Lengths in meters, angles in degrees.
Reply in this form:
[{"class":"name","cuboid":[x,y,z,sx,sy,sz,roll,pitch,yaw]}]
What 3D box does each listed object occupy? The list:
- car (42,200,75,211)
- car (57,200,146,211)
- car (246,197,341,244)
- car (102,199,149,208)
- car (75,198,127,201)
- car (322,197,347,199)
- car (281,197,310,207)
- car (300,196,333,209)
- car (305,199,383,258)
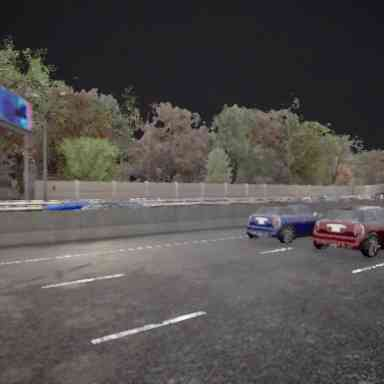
[{"class":"car","cuboid":[-11.054,1.451,30.501,5.008,1.535,1.882,0,0,-35]},{"class":"car","cuboid":[-5.725,1.482,21.405,4.892,1.490,1.837,0,0,-36]},{"class":"car","cuboid":[4.753,1.317,15.739,4.553,1.767,2.097,0,0,-36]},{"class":"car","cuboid":[-5.445,1.495,25.905,4.674,1.442,1.812,0,0,-35]},{"class":"car","cuboid":[-7.297,1.321,28.881,4.553,1.767,2.097,0,0,-35]},{"class":"car","cuboid":[18.727,1.429,43.112,4.892,1.490,1.837,-1,1,-35]},{"class":"car","cuboid":[15.404,1.489,49.326,4.181,1.385,1.994,0,0,-35]},{"class":"car","cuboid":[17.431,1.429,46.479,4.892,1.490,1.837,-1,0,-35]},{"class":"car","cuboid":[6.763,1.317,12.873,4.553,1.767,2.097,0,0,-36]}]
